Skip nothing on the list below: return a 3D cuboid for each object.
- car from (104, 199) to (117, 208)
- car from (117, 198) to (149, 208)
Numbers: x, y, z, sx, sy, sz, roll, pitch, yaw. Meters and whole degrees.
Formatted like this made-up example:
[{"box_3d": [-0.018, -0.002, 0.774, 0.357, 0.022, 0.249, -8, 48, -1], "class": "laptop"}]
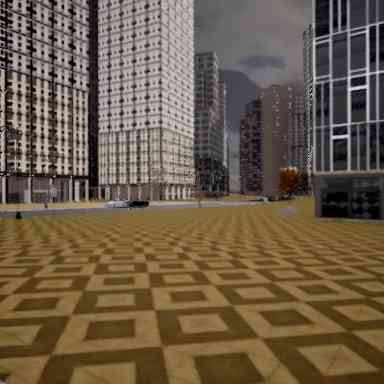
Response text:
[{"box_3d": [-12.091, 1.805, 54.051, 1.812, 1.442, 4.674, 0, -1, 34], "class": "car"}, {"box_3d": [-8.958, 1.763, 52.922, 2.128, 1.511, 4.902, 0, -1, 34], "class": "car"}]
